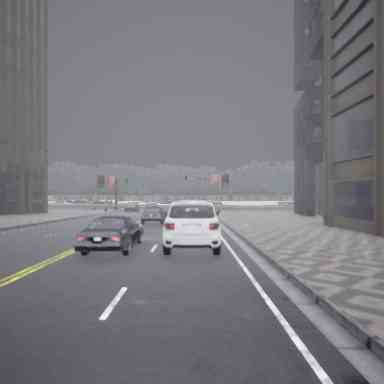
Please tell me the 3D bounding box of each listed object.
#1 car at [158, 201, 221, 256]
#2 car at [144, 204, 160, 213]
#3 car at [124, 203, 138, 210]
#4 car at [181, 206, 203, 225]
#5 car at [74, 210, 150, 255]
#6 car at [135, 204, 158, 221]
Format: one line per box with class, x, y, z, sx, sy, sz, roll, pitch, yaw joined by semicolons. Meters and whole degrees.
car;-0.006;1.379;14.030;2.150;2.045;5.566;0;-1;0
car;-6.531;2.633;54.748;2.033;1.411;5.357;0;-1;0
car;-9.786;2.553;54.262;1.882;1.535;5.008;0;-2;0
car;-0.012;1.995;29.381;1.812;1.442;4.674;0;-1;0
car;-3.256;1.709;13.980;2.033;1.411;5.357;0;-1;0
car;-3.265;2.007;28.986;2.033;1.411;5.357;0;-1;0
